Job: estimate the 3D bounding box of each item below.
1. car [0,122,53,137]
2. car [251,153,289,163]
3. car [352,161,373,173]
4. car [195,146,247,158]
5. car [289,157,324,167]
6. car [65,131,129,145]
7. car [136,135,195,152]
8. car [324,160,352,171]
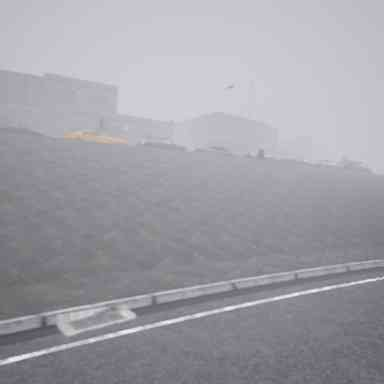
[{"bbox_3d":[-12.360,-4.115,23.546,4.674,1.452,2.002,2,-1,-26],"label":"car"},{"bbox_3d":[7.221,-3.273,34.212,4.674,1.452,2.002,2,-1,-30],"label":"car"},{"bbox_3d":[21.224,-2.874,43.245,5.566,2.045,2.435,3,-1,-34],"label":"car"},{"bbox_3d":[2.463,-3.491,31.423,4.792,1.488,2.163,2,-1,-29],"label":"car"},{"bbox_3d":[11.837,-3.106,37.052,4.892,1.521,2.231,3,-1,-32],"label":"car"},{"bbox_3d":[-7.406,-3.945,26.038,5.008,1.535,2.097,2,-1,-27],"label":"car"},{"bbox_3d":[-2.524,-3.862,28.626,4.553,1.767,2.185,2,-1,-28],"label":"car"},{"bbox_3d":[16.569,-3.001,40.113,4.553,1.767,2.185,3,-1,-33],"label":"car"}]
